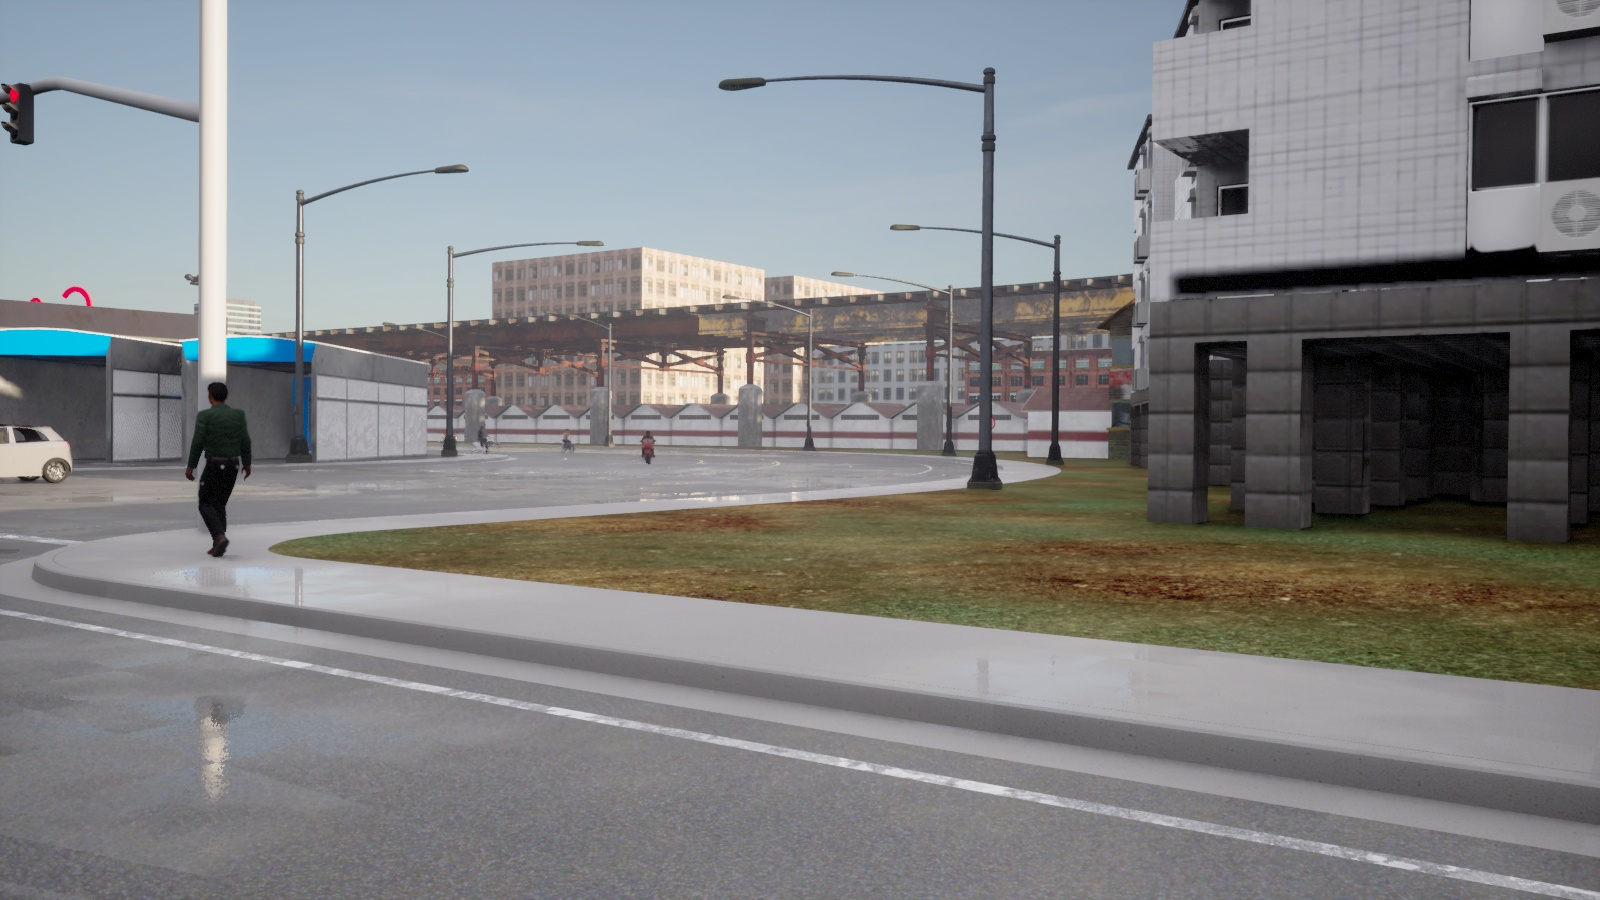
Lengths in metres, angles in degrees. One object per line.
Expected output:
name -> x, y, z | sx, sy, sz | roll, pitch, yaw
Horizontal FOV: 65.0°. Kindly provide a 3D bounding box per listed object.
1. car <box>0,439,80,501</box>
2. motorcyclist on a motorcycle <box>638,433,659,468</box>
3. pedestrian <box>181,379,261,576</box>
car -> -20.440, 0.500, 31.538 | 1.845, 1.501, 3.633 | 0, 1, 35
motorcyclist on a motorcycle -> -6.709, 0.015, 55.604 | 0.797, 1.523, 2.044 | -2, 1, -6
pedestrian -> -5.923, 0.272, 12.836 | 0.788, 1.949, 0.423 | 0, 1, 40
